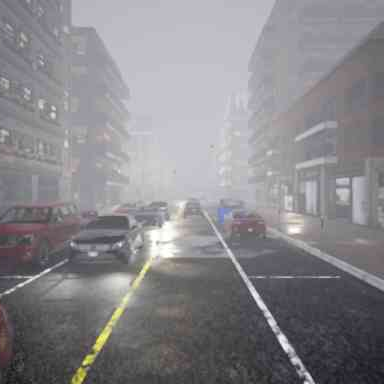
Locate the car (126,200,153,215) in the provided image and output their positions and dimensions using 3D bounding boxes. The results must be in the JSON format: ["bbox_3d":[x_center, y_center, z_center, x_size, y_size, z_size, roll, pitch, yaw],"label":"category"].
[{"bbox_3d":[-5.269,1.530,33.760,2.008,1.369,4.403,0,0,0],"label":"car"}]

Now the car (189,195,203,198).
[{"bbox_3d":[0.162,1.475,45.571,1.837,1.490,4.892,0,0,0],"label":"car"}]

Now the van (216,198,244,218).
[{"bbox_3d":[2.597,1.330,22.574,1.690,1.788,3.998,0,0,0],"label":"van"}]

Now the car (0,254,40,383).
[{"bbox_3d":[-2.849,1.524,1.827,1.812,1.442,4.674,0,0,0],"label":"car"}]

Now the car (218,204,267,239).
[{"bbox_3d":[2.588,1.537,16.986,1.887,1.381,4.507,0,0,0],"label":"car"}]

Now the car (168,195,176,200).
[{"bbox_3d":[-5.191,1.463,88.561,1.887,1.381,4.507,0,0,0],"label":"car"}]

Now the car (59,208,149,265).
[{"bbox_3d":[-2.833,1.519,11.850,1.812,1.442,4.674,0,0,0],"label":"car"}]

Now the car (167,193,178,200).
[{"bbox_3d":[-5.198,1.241,83.009,2.192,1.841,5.009,0,0,0],"label":"car"}]

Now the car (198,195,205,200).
[{"bbox_3d":[2.697,1.494,94.103,1.802,1.307,4.206,0,0,0],"label":"car"}]

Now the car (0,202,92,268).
[{"bbox_3d":[-5.300,1.308,11.410,2.192,1.841,5.009,0,0,0],"label":"car"}]

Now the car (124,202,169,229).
[{"bbox_3d":[-2.793,1.553,21.464,1.994,1.385,4.181,0,0,0],"label":"car"}]

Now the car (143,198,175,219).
[{"bbox_3d":[-2.712,1.489,27.924,1.837,1.490,4.892,0,0,0],"label":"car"}]

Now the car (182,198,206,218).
[{"bbox_3d":[0.140,1.531,29.498,2.033,1.411,5.357,0,0,0],"label":"car"}]

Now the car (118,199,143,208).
[{"bbox_3d":[-5.276,1.528,28.173,1.887,1.381,4.507,0,0,0],"label":"car"}]

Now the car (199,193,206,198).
[{"bbox_3d":[2.681,1.494,82.999,1.947,1.339,4.313,0,0,0],"label":"car"}]
